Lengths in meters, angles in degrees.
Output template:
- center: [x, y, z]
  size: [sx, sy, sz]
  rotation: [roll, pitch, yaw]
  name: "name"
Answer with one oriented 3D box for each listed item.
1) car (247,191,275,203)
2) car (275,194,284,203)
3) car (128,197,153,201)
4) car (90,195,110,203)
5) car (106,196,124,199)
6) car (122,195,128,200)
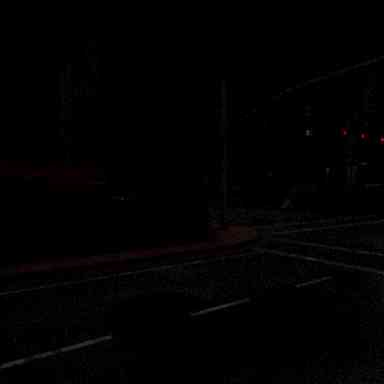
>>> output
- center: [10.665, 0.837, 53.137]
  size: [1.905, 1.878, 3.866]
  rotation: [0, 0, -36]
  name: "car"
- center: [13.057, 0.817, 54.849]
  size: [1.905, 1.878, 3.866]
  rotation: [0, 0, -36]
  name: "car"
- center: [-5.804, 1.373, 41.484]
  size: [1.994, 1.385, 4.181]
  rotation: [0, 0, -36]
  name: "car"
- center: [-17.662, 1.277, 63.983]
  size: [2.128, 1.511, 4.902]
  rotation: [0, 0, -36]
  name: "car"
- center: [-10.960, 1.435, 42.640]
  size: [1.895, 1.301, 4.718]
  rotation: [0, 0, -36]
  name: "car"
- center: [-11.625, 1.311, 55.734]
  size: [1.812, 1.442, 4.674]
  rotation: [0, 0, -35]
  name: "car"
